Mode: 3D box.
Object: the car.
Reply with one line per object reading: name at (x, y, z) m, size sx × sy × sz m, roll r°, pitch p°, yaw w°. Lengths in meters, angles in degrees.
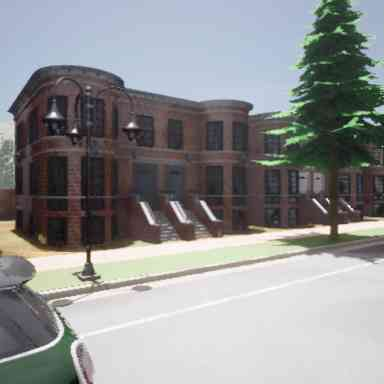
car at (-2.918, 1.355, 1.898) m, size 4.553 × 1.767 × 2.097 m, roll 0°, pitch 0°, yaw -36°
